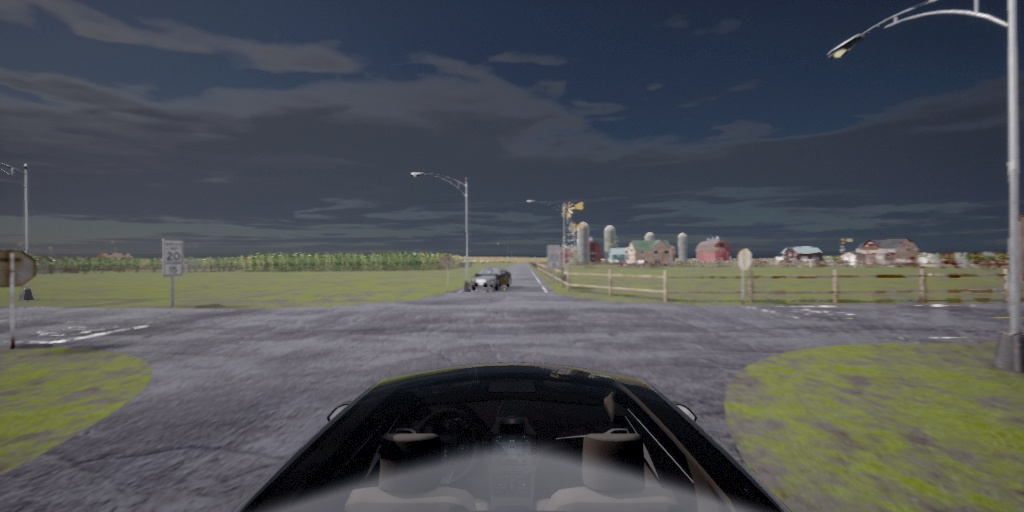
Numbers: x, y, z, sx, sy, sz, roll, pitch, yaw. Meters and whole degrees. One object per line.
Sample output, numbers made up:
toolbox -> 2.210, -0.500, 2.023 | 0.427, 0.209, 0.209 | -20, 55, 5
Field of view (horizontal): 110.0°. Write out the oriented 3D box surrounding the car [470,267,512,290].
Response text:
car -> -1.351, 1.526, 25.101 | 2.128, 1.511, 4.902 | -1, -1, 15
